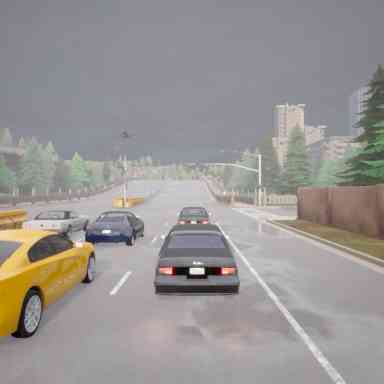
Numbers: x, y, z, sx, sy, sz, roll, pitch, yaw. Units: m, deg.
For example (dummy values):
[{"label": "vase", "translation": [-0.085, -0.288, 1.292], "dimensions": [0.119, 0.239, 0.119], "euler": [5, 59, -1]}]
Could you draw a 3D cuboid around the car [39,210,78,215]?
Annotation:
[{"label": "car", "translation": [-6.916, 1.601, 17.603], "dimensions": [1.895, 1.301, 4.718], "euler": [0, 0, 0]}]

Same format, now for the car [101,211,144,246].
[{"label": "car", "translation": [-3.420, 1.564, 15.374], "dimensions": [1.994, 1.385, 4.181], "euler": [0, 0, 0]}]

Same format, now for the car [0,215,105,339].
[{"label": "car", "translation": [-3.406, 1.478, 6.617], "dimensions": [1.882, 1.535, 5.008], "euler": [0, 0, 0]}]

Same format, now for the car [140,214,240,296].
[{"label": "car", "translation": [0.092, 1.547, 8.827], "dimensions": [2.033, 1.411, 5.357], "euler": [0, 0, 0]}]

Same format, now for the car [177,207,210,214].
[{"label": "car", "translation": [0.105, 1.547, 18.893], "dimensions": [2.033, 1.411, 5.357], "euler": [0, 0, 1]}]
